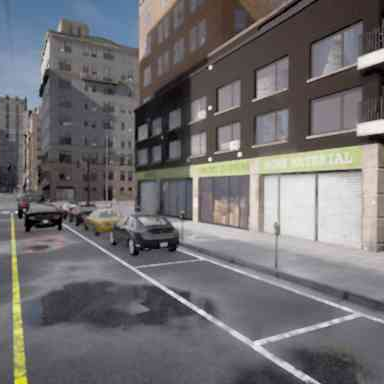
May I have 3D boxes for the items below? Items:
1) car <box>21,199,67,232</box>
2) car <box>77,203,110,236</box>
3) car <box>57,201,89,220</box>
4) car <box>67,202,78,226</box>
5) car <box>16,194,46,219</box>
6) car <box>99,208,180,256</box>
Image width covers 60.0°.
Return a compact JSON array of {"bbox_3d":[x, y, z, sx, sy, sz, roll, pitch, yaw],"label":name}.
[{"bbox_3d":[-9.012,1.424,20.002,1.882,1.535,5.008,0,0,-28],"label":"car"},{"bbox_3d":[-4.731,1.474,18.041,1.752,1.417,4.829,-1,1,-29],"label":"car"},{"bbox_3d":[-9.986,1.504,27.707,1.802,1.307,4.206,-1,1,-29],"label":"car"},{"bbox_3d":[-7.318,1.501,22.799,1.947,1.339,4.313,-1,1,-29],"label":"car"},{"bbox_3d":[-13.892,1.143,28.881,2.150,2.045,5.566,0,0,-29],"label":"car"},{"bbox_3d":[-1.981,1.513,12.984,2.008,1.369,4.403,-1,1,-29],"label":"car"}]
